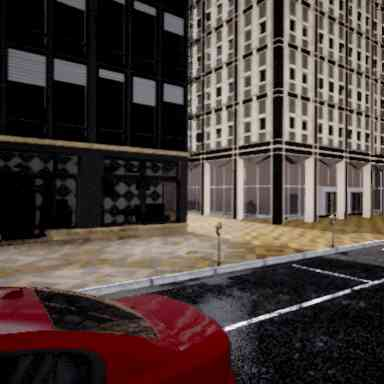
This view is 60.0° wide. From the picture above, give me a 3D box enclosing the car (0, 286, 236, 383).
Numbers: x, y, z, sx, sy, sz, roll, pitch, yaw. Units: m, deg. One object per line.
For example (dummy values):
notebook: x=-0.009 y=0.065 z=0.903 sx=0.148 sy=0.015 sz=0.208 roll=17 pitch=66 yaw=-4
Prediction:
car: x=-1.979 y=1.475 z=1.953 sx=5.008 sy=1.535 sz=1.882 roll=1 pitch=0 yaw=-35
